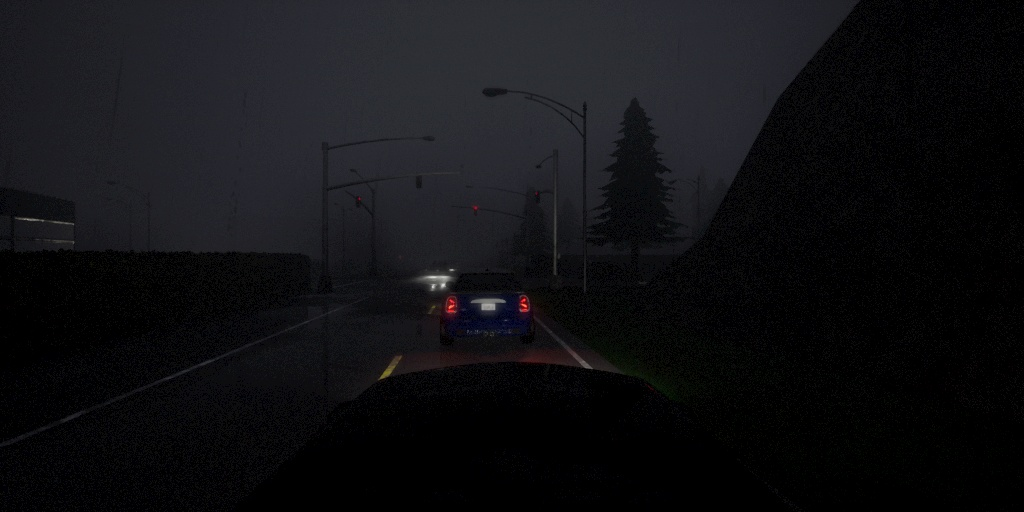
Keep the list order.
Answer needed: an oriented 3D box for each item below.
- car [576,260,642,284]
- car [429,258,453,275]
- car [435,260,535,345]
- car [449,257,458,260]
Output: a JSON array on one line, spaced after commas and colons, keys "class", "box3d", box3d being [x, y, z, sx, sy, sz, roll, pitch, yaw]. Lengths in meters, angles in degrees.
[{"class": "car", "box3d": [7.134, 1.102, 26.369, 4.553, 1.767, 2.097, 0, 0, -5]}, {"class": "car", "box3d": [-7.912, 1.241, 39.167, 2.128, 1.511, 4.902, 0, 0, -7]}, {"class": "car", "box3d": [-0.737, 1.102, 9.753, 2.097, 1.767, 4.553, 0, 0, -6]}, {"class": "car", "box3d": [-9.733, 1.314, 54.602, 1.994, 1.385, 4.181, 0, 0, -7]}]
